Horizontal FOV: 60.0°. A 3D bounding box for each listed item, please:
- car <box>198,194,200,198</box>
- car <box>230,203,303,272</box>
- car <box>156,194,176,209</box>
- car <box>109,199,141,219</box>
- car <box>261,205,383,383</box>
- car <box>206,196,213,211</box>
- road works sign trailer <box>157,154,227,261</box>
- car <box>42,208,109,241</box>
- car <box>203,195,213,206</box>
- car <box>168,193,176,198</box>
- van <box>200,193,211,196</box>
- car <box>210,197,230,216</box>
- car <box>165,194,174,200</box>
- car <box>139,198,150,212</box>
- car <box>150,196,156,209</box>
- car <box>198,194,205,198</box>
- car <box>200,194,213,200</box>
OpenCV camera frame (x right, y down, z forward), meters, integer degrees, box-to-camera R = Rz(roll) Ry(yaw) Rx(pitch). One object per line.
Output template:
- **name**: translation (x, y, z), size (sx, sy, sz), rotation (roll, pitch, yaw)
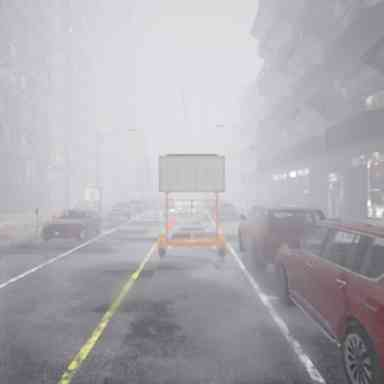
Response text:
- **car**: translation (2.696, 1.216, 78.421), size (1.802, 1.307, 4.206), rotation (1, 0, 0)
- **car**: translation (2.702, 1.272, 10.541), size (2.192, 1.841, 5.009), rotation (1, 0, 0)
- **car**: translation (-3.095, 1.342, 42.027), size (1.812, 1.442, 4.674), rotation (0, 0, 0)
- **car**: translation (-5.682, 1.466, 27.545), size (1.802, 1.307, 4.206), rotation (1, 0, 0)
- **car**: translation (2.703, 1.295, 4.884), size (2.192, 1.841, 5.009), rotation (1, 0, 0)
- **car**: translation (2.699, 1.425, 33.168), size (1.947, 1.339, 4.313), rotation (1, 0, 0)
- **road works sign trailer**: translation (0.000, 0.415, 12.101), size (2.380, 3.560, 2.880), rotation (0, 0, 0)
- **car**: translation (-5.681, 1.478, 16.231), size (1.887, 1.381, 4.507), rotation (1, 0, 0)
- **car**: translation (2.699, 1.383, 38.825), size (2.008, 1.369, 4.403), rotation (1, 0, 0)
- **car**: translation (-5.682, 0.981, 95.426), size (1.967, 1.590, 4.097), rotation (1, 0, 0)
- **van**: translation (2.700, 1.091, 55.794), size (1.690, 1.788, 3.998), rotation (1, 0, 0)
- **car**: translation (2.699, 1.409, 27.682), size (1.752, 1.417, 4.829), rotation (1, 0, 0)
- **car**: translation (-5.684, 1.185, 84.112), size (1.802, 1.307, 4.206), rotation (1, 0, 0)
- **car**: translation (-5.682, 1.403, 33.201), size (1.887, 1.381, 4.507), rotation (1, 0, 0)
- **car**: translation (-5.682, 1.398, 38.858), size (1.947, 1.339, 4.313), rotation (1, 0, 0)
- **car**: translation (2.696, 1.123, 95.391), size (1.802, 1.307, 4.206), rotation (1, 0, 0)
- **car**: translation (2.698, 1.343, 50.138), size (1.947, 1.339, 4.313), rotation (1, 0, 0)
